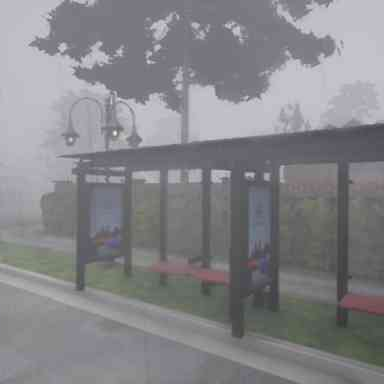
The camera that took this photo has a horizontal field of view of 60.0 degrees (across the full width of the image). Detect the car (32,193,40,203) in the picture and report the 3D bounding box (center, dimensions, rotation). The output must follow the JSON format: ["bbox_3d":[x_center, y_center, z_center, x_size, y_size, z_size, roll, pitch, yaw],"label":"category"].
[{"bbox_3d":[-24.301,0.821,49.430,3.806,1.475,1.970,1,0,36],"label":"car"}]
